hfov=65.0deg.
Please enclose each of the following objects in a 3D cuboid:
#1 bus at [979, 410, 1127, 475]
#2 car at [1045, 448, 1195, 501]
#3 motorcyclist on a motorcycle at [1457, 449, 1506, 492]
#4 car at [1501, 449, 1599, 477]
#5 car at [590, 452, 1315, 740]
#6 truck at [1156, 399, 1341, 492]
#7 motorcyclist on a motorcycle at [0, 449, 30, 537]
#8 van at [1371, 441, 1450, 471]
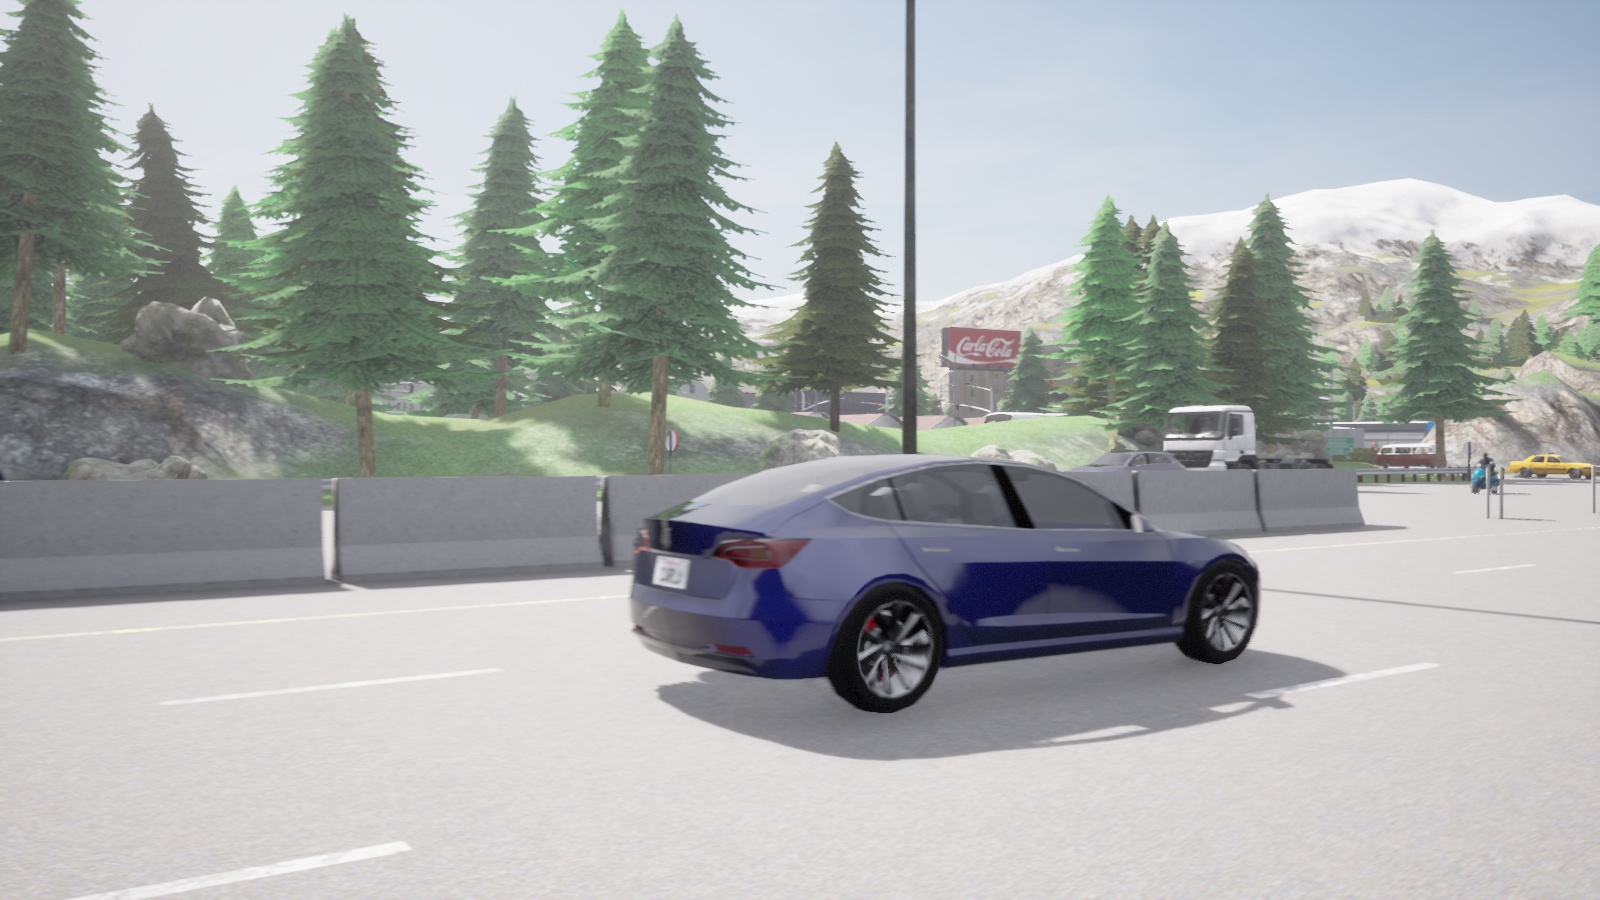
[{"bbox_3d":[17.546,-0.461,86.746,10.273,4.253,3.944,0,0,-35],"label":"bus"},{"bbox_3d":[10.404,0.752,40.741,4.856,1.649,2.033,0,0,-35],"label":"car"},{"bbox_3d":[25.489,0.759,46.971,1.817,1.590,0.866,0,0,-35],"label":"motorcyclist on a motorcycle"},{"bbox_3d":[45.363,0.749,75.571,1.801,1.575,5.366,0,0,-28],"label":"car"},{"bbox_3d":[1.200,0.763,8.756,4.792,1.488,2.163,0,0,-35],"label":"car"},{"bbox_3d":[18.032,-0.152,50.312,7.936,3.462,2.891,0,0,-35],"label":"truck"},{"bbox_3d":[-15.162,0.786,22.957,1.817,1.590,0.866,0,0,-35],"label":"motorcyclist on a motorcycle"},{"bbox_3d":[42.133,0.395,86.721,2.069,2.038,4.480,0,0,-35],"label":"van"}]
